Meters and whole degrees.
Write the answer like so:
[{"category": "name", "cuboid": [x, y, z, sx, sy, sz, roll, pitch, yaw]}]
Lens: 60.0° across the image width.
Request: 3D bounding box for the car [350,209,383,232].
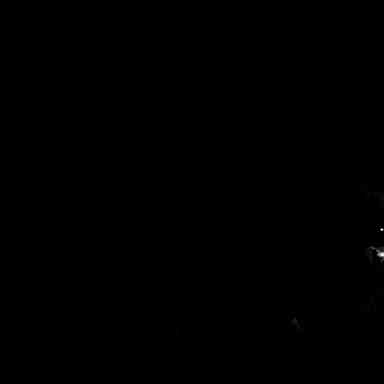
[{"category": "car", "cuboid": [9.724, 1.673, 17.194, 1.837, 1.490, 4.892, -3, -2, 8]}]
